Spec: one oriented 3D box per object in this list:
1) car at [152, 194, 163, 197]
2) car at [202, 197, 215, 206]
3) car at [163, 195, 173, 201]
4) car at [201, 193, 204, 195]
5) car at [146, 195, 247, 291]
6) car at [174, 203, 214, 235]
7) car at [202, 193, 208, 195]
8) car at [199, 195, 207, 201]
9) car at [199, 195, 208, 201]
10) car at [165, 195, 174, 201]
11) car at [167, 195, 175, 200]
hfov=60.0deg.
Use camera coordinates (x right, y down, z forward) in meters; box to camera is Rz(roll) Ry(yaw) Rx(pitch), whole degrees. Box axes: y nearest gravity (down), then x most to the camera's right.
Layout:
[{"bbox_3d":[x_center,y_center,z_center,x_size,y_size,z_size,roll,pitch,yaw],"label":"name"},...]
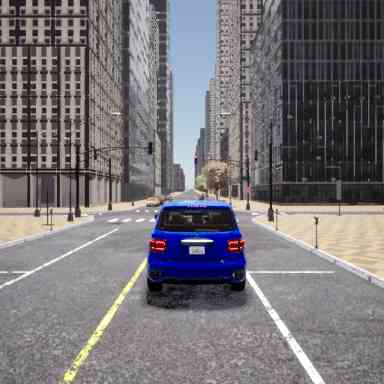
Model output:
[{"bbox_3d":[-5.819,1.485,50.113,1.752,1.417,4.829,0,0,0],"label":"car"},{"bbox_3d":[2.790,1.500,55.961,2.008,1.369,4.403,0,0,0],"label":"car"},{"bbox_3d":[-5.691,1.438,78.663,1.887,1.381,4.507,0,0,0],"label":"car"},{"bbox_3d":[2.691,1.224,72.984,2.192,1.841,5.009,0,0,0],"label":"car"},{"bbox_3d":[0.098,1.221,9.112,2.150,2.045,5.566,0,0,0],"label":"car"},{"bbox_3d":[0.095,1.486,19.842,2.128,1.511,4.902,0,0,0],"label":"car"},{"bbox_3d":[2.821,1.400,50.283,1.967,1.590,4.097,0,0,0],"label":"car"},{"bbox_3d":[2.689,1.422,84.333,1.887,1.381,4.507,0,0,0],"label":"car"},{"bbox_3d":[2.690,1.419,78.829,1.752,1.417,4.829,0,0,0],"label":"car"},{"bbox_3d":[-5.691,1.428,84.339,2.008,1.369,4.403,0,0,0],"label":"car"},{"bbox_3d":[-5.691,1.411,90.014,2.008,1.369,4.403,0,0,0],"label":"car"}]
